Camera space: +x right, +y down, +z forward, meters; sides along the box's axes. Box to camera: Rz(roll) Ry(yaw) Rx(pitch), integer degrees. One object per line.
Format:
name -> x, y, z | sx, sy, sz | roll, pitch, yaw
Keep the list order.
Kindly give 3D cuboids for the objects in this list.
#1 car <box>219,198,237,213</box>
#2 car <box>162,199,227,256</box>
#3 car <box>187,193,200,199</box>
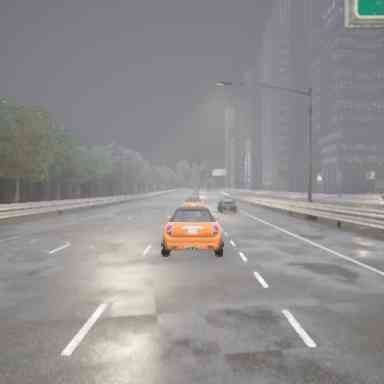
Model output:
car -> 3.744, 1.404, 36.236 | 2.128, 1.511, 4.902 | 0, 0, 0
car -> 0.021, 1.343, 13.291 | 2.097, 1.767, 4.553 | 0, 0, 0
car -> 0.120, 1.279, 32.963 | 2.097, 1.767, 4.553 | 0, 0, 0
